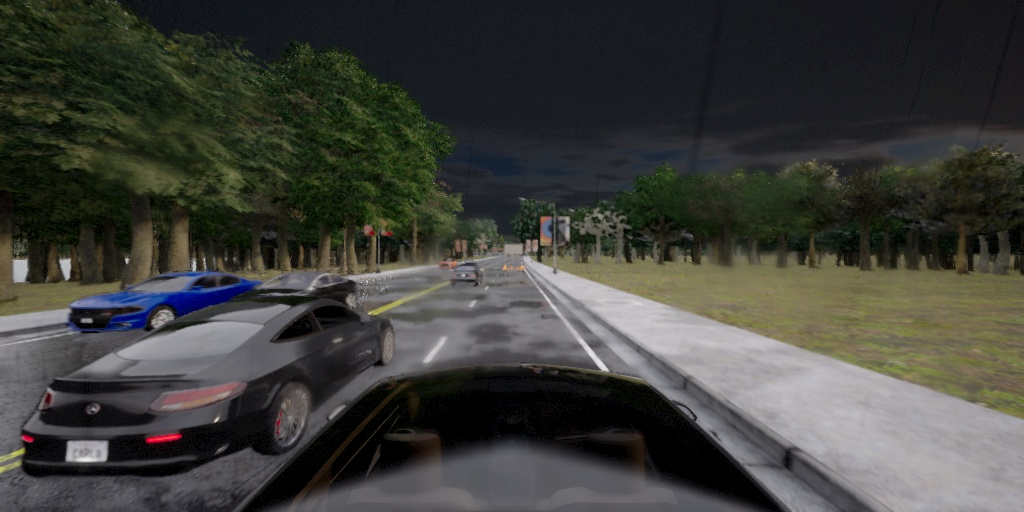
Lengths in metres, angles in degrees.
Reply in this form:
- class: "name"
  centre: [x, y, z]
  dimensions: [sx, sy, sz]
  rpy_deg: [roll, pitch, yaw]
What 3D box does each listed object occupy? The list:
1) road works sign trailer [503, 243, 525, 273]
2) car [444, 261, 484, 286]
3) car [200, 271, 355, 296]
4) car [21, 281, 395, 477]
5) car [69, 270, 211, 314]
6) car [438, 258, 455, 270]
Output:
- class: "road works sign trailer"
  centre: [0.176, 0.209, 43.111]
  dimensions: [2.380, 3.560, 2.880]
  rpy_deg: [0, 0, 1]
- class: "car"
  centre: [-3.089, 1.300, 25.265]
  dimensions: [2.033, 1.411, 5.357]
  rpy_deg: [0, 0, 0]
- class: "car"
  centre: [-6.586, 1.241, 11.325]
  dimensions: [2.128, 1.511, 4.902]
  rpy_deg: [0, 0, 0]
- class: "car"
  centre: [-3.132, 1.275, 4.952]
  dimensions: [1.812, 1.442, 4.674]
  rpy_deg: [0, 0, 0]
- class: "car"
  centre: [-9.837, 1.227, 10.802]
  dimensions: [1.882, 1.535, 5.008]
  rpy_deg: [0, 0, 0]
- class: "car"
  centre: [-9.530, 1.082, 53.338]
  dimensions: [2.097, 1.767, 4.553]
  rpy_deg: [0, 0, 1]
